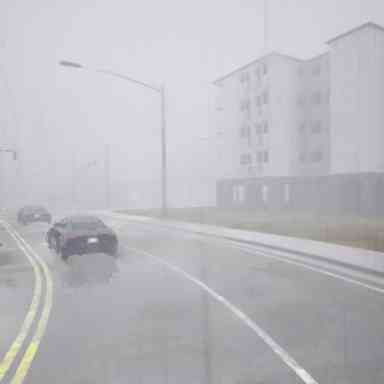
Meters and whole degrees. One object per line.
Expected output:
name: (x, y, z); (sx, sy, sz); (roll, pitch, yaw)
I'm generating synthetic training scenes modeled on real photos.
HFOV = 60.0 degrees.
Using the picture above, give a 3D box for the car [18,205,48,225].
car: (-12.038, 1.671, 25.348); (1.994, 1.385, 4.181); (-1, 0, -32)

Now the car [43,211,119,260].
car: (-4.309, 1.594, 12.846); (1.994, 1.385, 4.181); (-1, 0, -30)

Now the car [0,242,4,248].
car: (-5.770, 1.567, 8.020); (1.837, 1.490, 4.892); (0, -1, -28)
